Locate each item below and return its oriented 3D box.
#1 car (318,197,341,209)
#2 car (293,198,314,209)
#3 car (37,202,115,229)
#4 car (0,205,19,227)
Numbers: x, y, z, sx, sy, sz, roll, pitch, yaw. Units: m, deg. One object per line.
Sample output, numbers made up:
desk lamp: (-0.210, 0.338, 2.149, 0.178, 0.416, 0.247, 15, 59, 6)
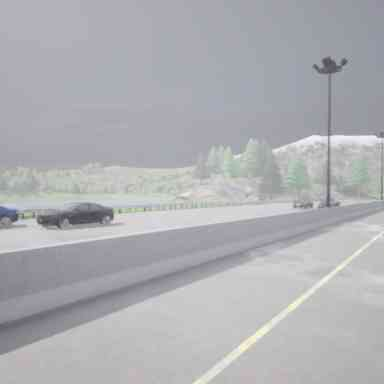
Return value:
car: (18.662, 1.544, 45.025, 2.097, 1.767, 4.553, 1, 0, 35)
car: (15.791, 1.613, 47.028, 2.128, 1.511, 4.902, 1, 0, 35)
car: (-7.179, 1.383, 20.993, 1.882, 1.535, 5.008, 1, 0, 35)
car: (-12.735, 1.330, 19.226, 1.882, 1.535, 5.008, 1, 0, 35)
